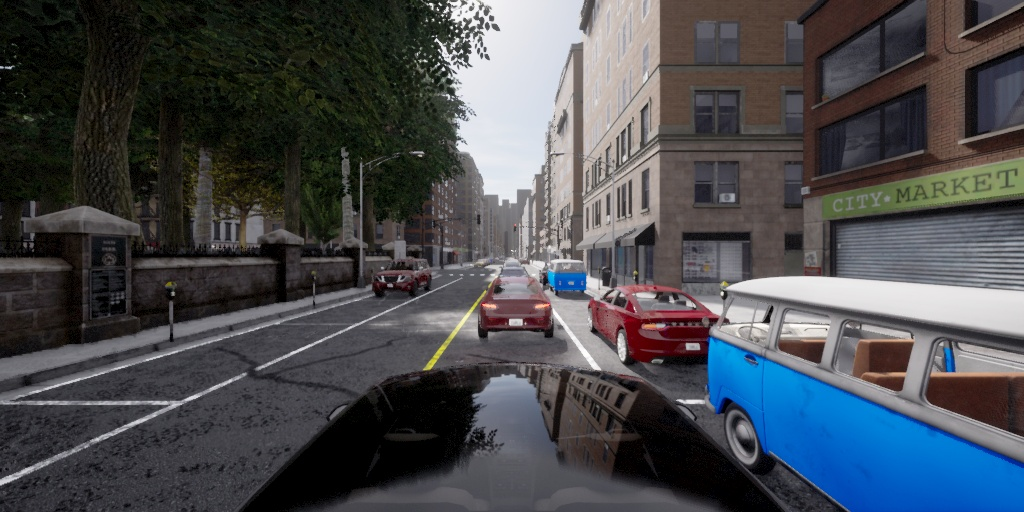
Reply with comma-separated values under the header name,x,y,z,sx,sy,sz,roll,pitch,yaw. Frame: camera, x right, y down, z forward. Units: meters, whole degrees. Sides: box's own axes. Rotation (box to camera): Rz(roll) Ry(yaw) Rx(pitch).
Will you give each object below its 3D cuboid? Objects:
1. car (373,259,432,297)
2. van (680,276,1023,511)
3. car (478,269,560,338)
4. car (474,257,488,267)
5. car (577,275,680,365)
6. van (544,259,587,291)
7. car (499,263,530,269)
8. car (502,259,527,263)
name,x,y,z,sx,sy,sz,roll,pitch,yaw
car,-5.658,1.059,19.177,2.192,1.841,5.009,0,0,0
van,2.857,1.091,2.230,1.690,1.789,3.998,0,0,0
car,0.100,1.274,10.093,1.812,1.442,4.674,0,0,0
car,-5.633,1.228,62.696,1.751,1.417,4.829,0,0,0
car,2.860,1.294,7.891,1.888,1.381,4.507,0,0,0
van,2.867,1.085,19.212,1.690,1.789,3.998,0,0,0
car,0.107,1.292,19.672,2.033,1.411,5.357,0,0,1
car,0.020,1.242,29.417,1.837,1.490,4.892,0,0,0
